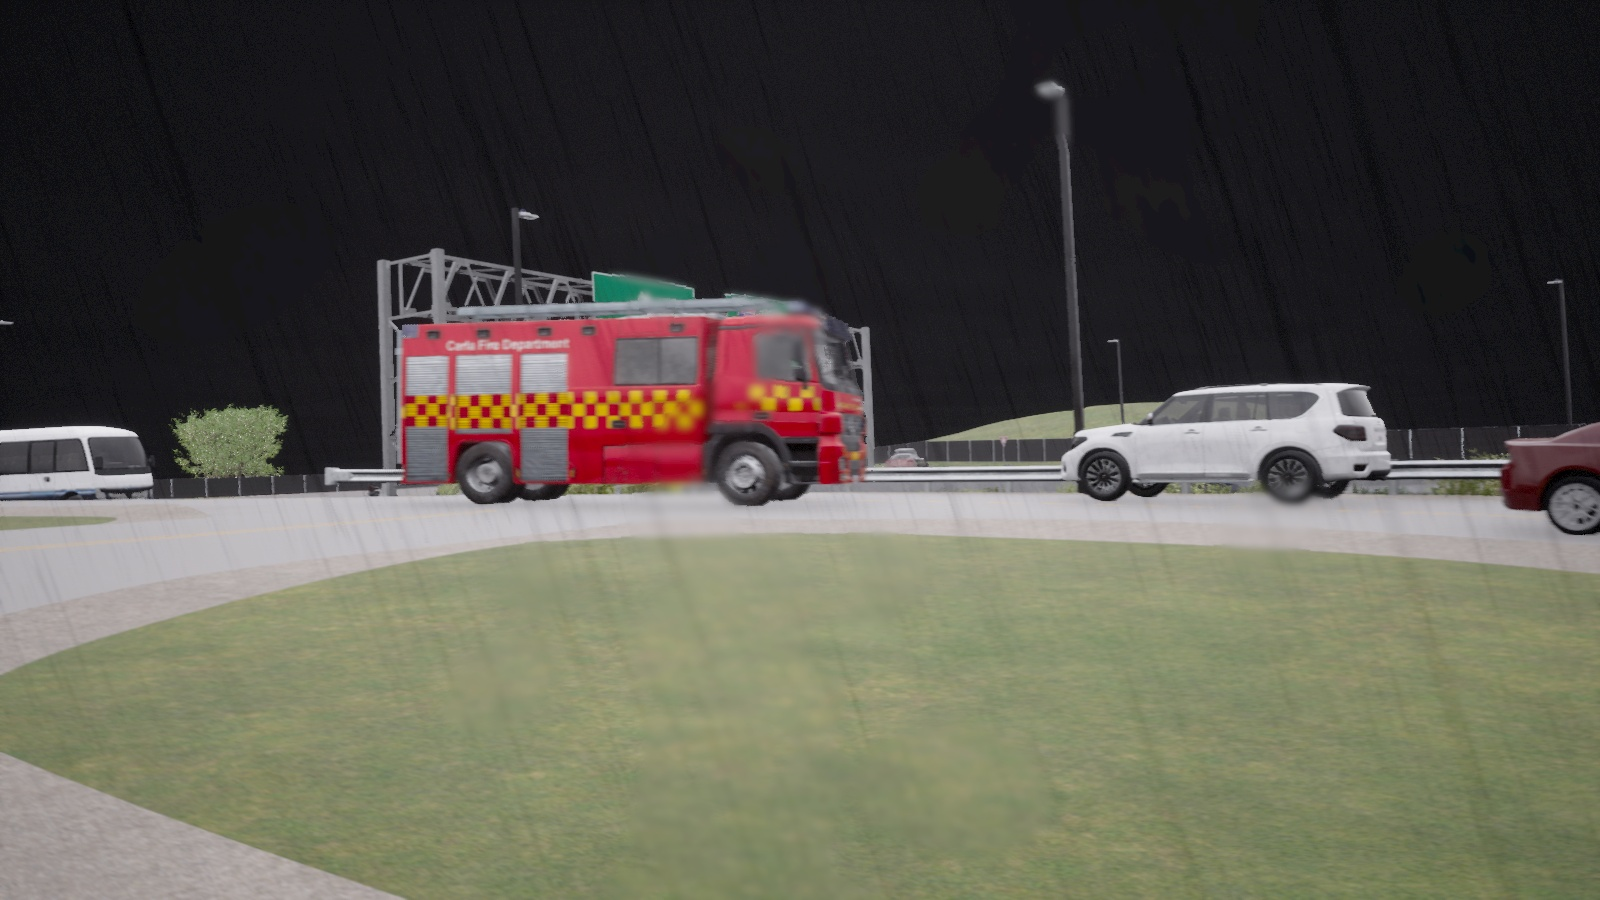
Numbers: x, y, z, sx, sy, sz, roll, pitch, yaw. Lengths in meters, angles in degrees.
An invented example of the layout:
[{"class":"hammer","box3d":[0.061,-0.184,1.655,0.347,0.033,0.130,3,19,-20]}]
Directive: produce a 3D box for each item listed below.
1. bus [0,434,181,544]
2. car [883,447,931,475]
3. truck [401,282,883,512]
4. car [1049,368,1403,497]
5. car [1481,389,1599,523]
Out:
[{"class":"bus","box3d":[-32.951,1.782,55.009,10.273,4.253,3.944,-4,0,16]},{"class":"car","box3d":[7.227,0.741,84.326,2.152,1.651,5.027,-4,0,17]},{"class":"truck","box3d":[-2.905,-0.852,23.701,8.468,3.827,2.891,-1,0,13]},{"class":"car","box3d":[7.504,-0.244,22.483,5.566,2.045,2.150,-1,0,38]},{"class":"car","box3d":[10.628,0.018,13.946,1.882,1.535,5.008,-3,1,-38]}]
